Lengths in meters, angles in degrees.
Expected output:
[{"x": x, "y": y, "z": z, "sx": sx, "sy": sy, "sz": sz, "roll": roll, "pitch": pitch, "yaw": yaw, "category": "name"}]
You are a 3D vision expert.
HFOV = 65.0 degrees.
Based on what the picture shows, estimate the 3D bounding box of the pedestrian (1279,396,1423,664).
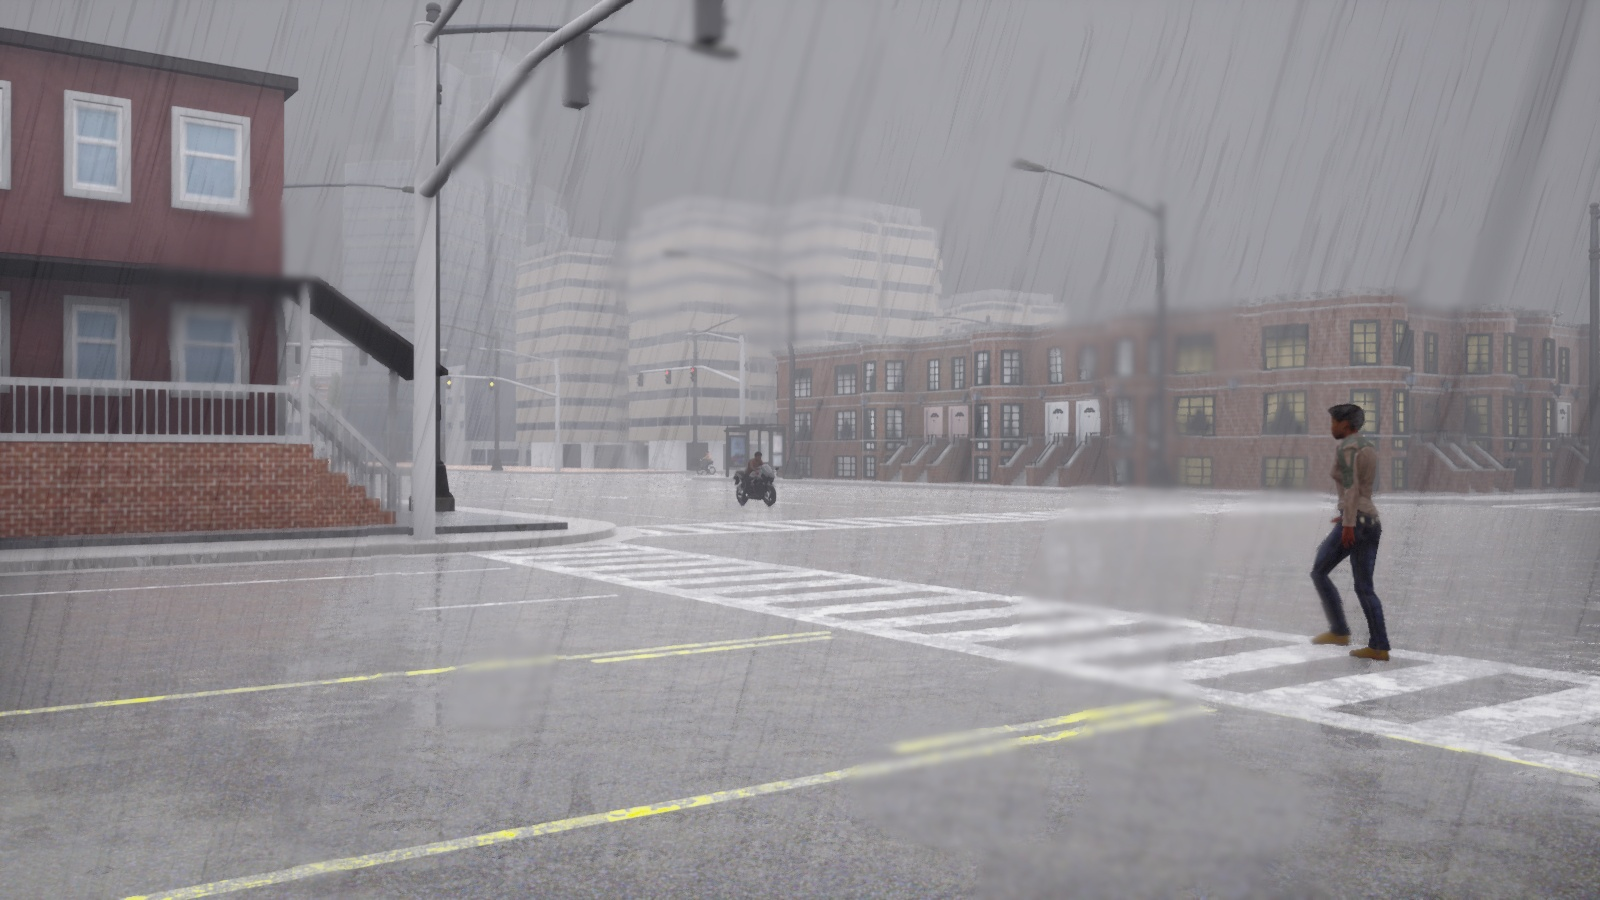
[{"x": 3.902, "y": 0.542, "z": 8.923, "sx": 0.328, "sy": 1.805, "sz": 0.869, "roll": 0, "pitch": 0, "yaw": -41, "category": "pedestrian"}]

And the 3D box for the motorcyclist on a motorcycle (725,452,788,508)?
[{"x": -1.231, "y": 0.812, "z": 35.159, "sx": 0.797, "sy": 1.523, "sz": 2.044, "roll": 0, "pitch": 0, "yaw": -35, "category": "motorcyclist on a motorcycle"}]
